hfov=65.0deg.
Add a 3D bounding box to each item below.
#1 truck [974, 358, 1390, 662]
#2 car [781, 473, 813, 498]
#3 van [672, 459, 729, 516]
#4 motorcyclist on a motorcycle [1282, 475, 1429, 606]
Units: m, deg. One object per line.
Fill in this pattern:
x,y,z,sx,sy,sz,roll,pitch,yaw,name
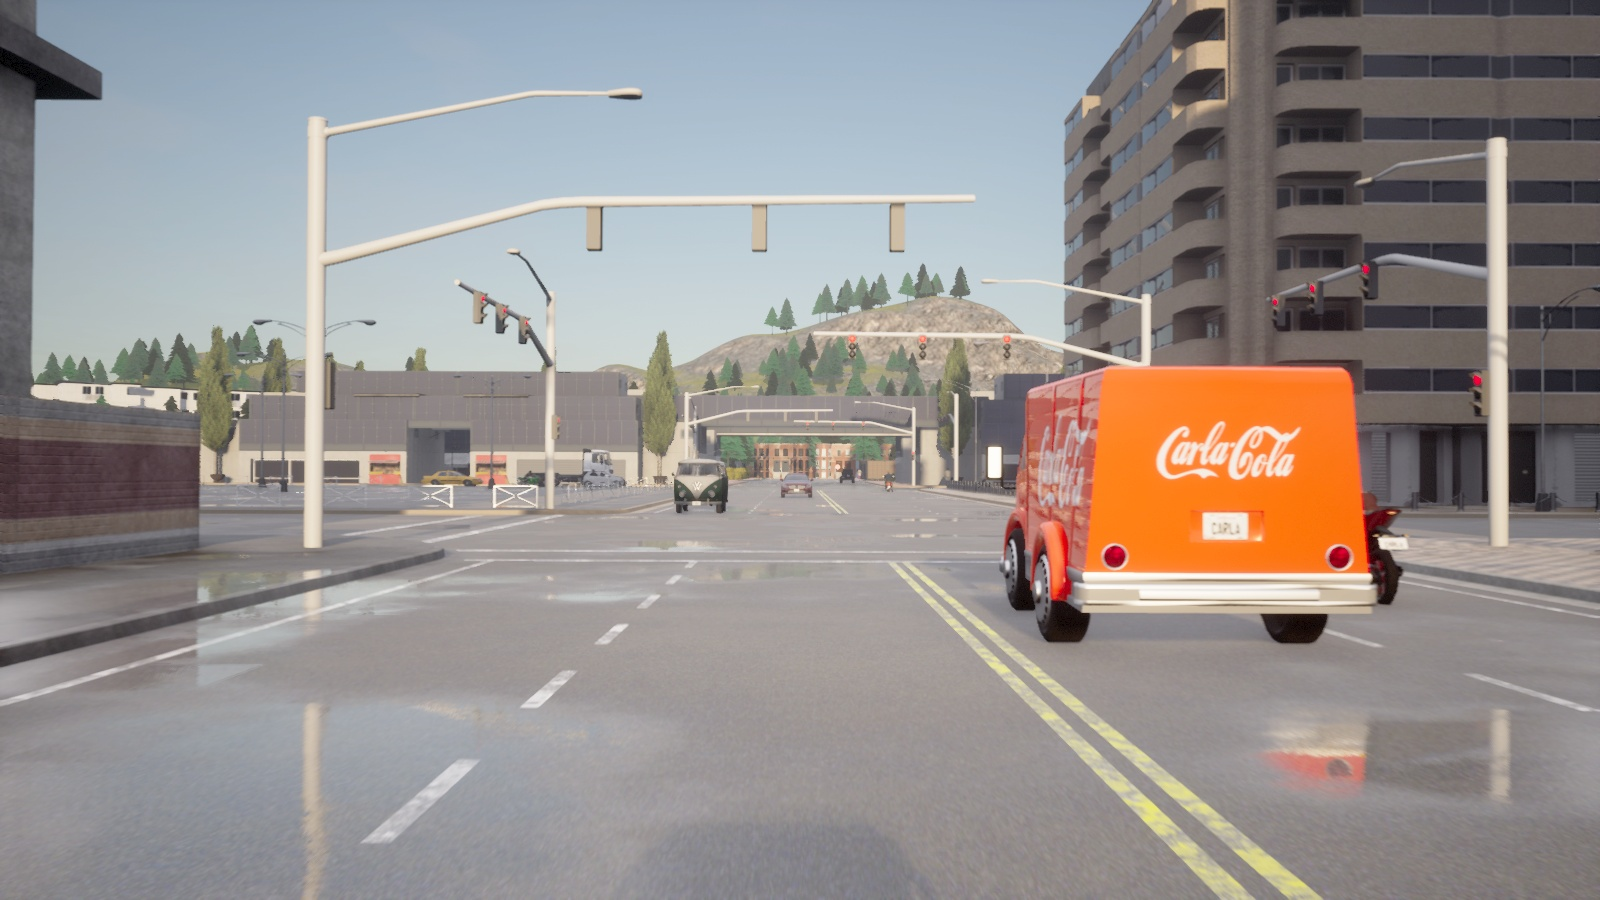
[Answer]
3.467,0.529,12.818,2.627,2.467,5.204,0,-1,0,truck
-0.179,2.079,73.972,1.812,1.442,4.674,0,-1,0,car
-3.613,1.352,46.292,1.775,1.987,4.442,0,-1,0,van
6.961,1.088,15.877,0.866,1.530,2.191,0,-1,0,motorcyclist on a motorcycle
